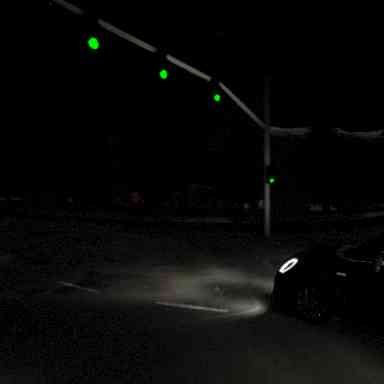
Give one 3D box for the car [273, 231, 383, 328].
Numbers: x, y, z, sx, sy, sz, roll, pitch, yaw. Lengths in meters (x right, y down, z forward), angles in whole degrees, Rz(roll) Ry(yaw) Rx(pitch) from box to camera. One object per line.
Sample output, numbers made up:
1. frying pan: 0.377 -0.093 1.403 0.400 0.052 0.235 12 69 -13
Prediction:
1. car: 3.747 1.352 5.620 4.553 1.767 2.097 0 0 36
